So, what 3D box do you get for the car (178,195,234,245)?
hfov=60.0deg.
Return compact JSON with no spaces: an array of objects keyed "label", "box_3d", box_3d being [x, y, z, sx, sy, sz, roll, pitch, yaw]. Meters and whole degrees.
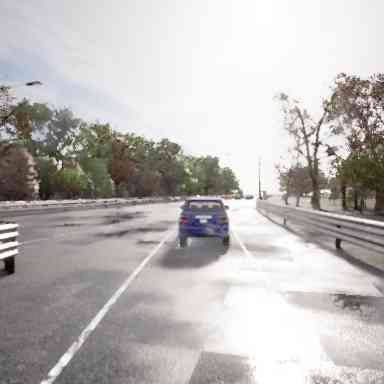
[{"label":"car","box_3d":[0.609,1.244,15.857,2.150,2.045,5.566,0,0,3]}]
